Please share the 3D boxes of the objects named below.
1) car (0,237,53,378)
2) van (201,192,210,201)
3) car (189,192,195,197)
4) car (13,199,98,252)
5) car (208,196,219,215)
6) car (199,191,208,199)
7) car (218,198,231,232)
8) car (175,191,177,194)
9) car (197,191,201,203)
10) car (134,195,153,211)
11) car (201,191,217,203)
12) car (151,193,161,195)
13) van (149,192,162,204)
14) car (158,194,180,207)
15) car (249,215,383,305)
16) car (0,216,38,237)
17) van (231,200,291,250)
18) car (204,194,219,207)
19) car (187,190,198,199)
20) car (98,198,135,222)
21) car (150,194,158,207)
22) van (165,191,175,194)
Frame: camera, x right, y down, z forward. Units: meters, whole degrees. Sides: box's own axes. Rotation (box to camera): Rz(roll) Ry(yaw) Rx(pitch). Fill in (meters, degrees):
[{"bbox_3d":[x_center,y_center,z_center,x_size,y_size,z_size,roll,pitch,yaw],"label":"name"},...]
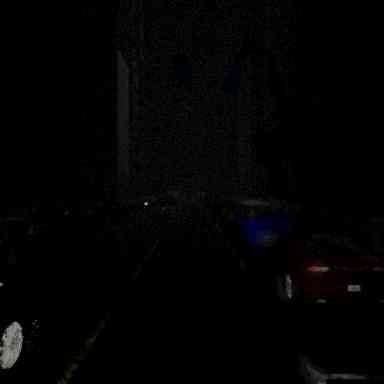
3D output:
[{"bbox_3d":[-3.100,1.485,2.668,1.837,1.490,4.892,0,0,0],"label":"car"},{"bbox_3d":[2.773,0.883,69.593,1.690,1.788,3.998,0,0,0],"label":"van"},{"bbox_3d":[0.013,0.737,94.239,1.837,1.490,4.892,0,0,0],"label":"car"},{"bbox_3d":[-5.759,1.220,13.490,2.192,1.841,5.009,0,0,0],"label":"car"},{"bbox_3d":[2.768,1.356,30.331,1.947,1.339,4.313,0,0,0],"label":"car"},{"bbox_3d":[2.774,0.787,80.811,2.192,1.841,5.009,0,0,0],"label":"car"},{"bbox_3d":[2.767,1.306,19.113,1.967,1.590,4.097,0,0,0],"label":"car"},{"bbox_3d":[-5.750,0.753,86.411,2.192,1.841,5.009,0,0,0],"label":"car"},{"bbox_3d":[2.358,1.064,59.127,1.801,1.575,5.366,0,0,0],"label":"car"},{"bbox_3d":[-5.757,1.304,35.929,2.008,1.369,4.403,0,0,0],"label":"car"},{"bbox_3d":[2.770,0.997,47.157,2.192,1.841,5.009,0,0,0],"label":"car"},{"bbox_3d":[-5.755,1.208,46.977,1.752,1.417,4.829,0,0,0],"label":"car"},{"bbox_3d":[-5.754,0.988,52.755,1.690,1.788,3.998,0,0,0],"label":"van"},{"bbox_3d":[-3.080,1.264,44.223,1.994,1.385,4.181,0,0,0],"label":"car"},{"bbox_3d":[2.765,1.488,7.896,1.887,1.381,4.507,0,0,0],"label":"car"},{"bbox_3d":[-5.760,1.495,7.882,2.008,1.369,4.403,0,0,0],"label":"car"},{"bbox_3d":[2.766,1.246,13.503,1.690,1.788,3.998,0,0,0],"label":"van"},{"bbox_3d":[2.769,1.299,41.550,1.802,1.307,4.206,0,0,0],"label":"car"},{"bbox_3d":[0.010,0.613,76.868,2.150,2.045,5.566,0,0,0],"label":"car"},{"bbox_3d":[-5.758,1.394,24.710,1.947,1.339,4.313,0,0,0],"label":"car"},{"bbox_3d":[-5.756,1.299,41.538,1.802,1.307,4.206,0,0,0],"label":"car"},{"bbox_3d":[-5.751,0.813,80.802,1.690,1.788,3.998,0,0,0],"label":"van"}]
